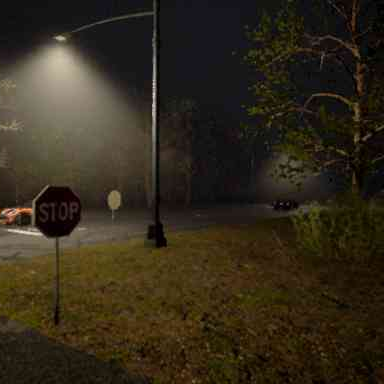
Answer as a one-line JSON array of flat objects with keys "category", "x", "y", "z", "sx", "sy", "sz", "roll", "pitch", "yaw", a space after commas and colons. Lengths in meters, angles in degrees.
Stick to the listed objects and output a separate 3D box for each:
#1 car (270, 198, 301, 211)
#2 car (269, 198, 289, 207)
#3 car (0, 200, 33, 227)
[{"category": "car", "x": 12.235, "y": 1.547, "z": 42.476, "sx": 2.097, "sy": 1.767, "sz": 4.553, "roll": 0, "pitch": 0, "yaw": 36}, {"category": "car", "x": 15.289, "y": 1.831, "z": 58.561, "sx": 1.812, "sy": 1.442, "sz": 4.674, "roll": 0, "pitch": 1, "yaw": 36}, {"category": "car", "x": -10.718, "y": 1.319, "z": 22.846, "sx": 2.097, "sy": 1.767, "sz": 4.553, "roll": 0, "pitch": 0, "yaw": 36}]
